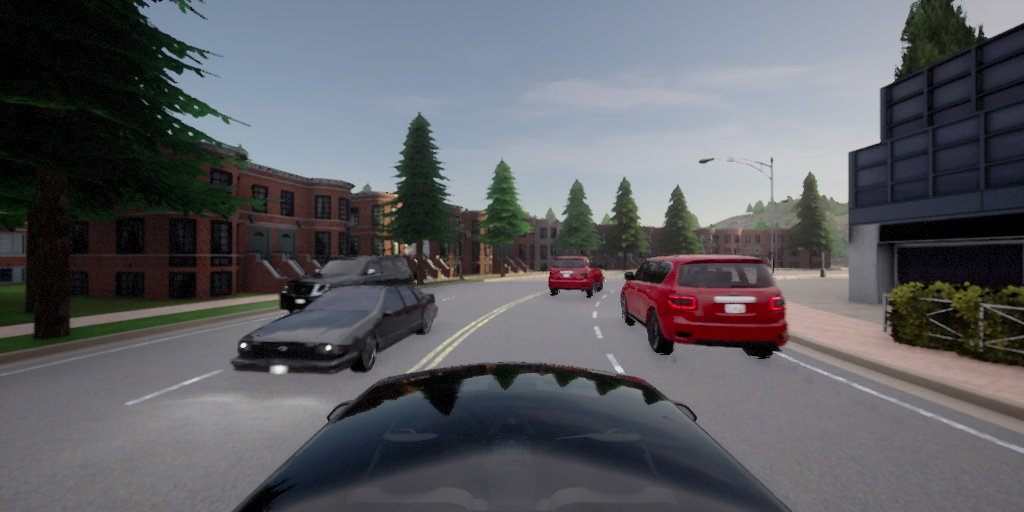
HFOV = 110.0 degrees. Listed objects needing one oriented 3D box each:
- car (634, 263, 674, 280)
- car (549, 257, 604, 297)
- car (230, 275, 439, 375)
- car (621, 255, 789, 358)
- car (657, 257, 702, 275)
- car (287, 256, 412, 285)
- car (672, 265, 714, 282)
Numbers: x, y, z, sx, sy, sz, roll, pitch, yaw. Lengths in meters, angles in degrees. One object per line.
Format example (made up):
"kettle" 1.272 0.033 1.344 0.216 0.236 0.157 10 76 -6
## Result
"car" 13.603 1.420 34.126 4.674 1.442 1.812 0 0 -45
"car" 3.643 1.053 19.721 2.150 2.045 5.566 0 0 22
"car" -3.206 1.325 8.000 2.033 1.411 5.357 0 0 6
"car" 4.177 1.004 8.810 2.150 2.045 5.566 0 0 7
"car" 20.512 1.165 43.929 5.566 2.045 2.150 0 -1 -29
"car" -5.783 1.023 13.496 2.150 2.045 5.566 0 0 13
"car" 16.180 1.490 31.890 4.718 1.301 1.895 0 0 -44
